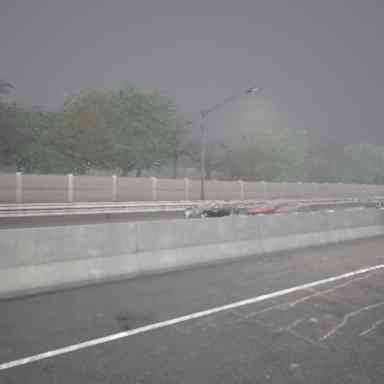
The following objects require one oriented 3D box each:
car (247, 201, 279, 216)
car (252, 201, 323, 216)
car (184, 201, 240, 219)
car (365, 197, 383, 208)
[{"bbox_3d":[6.381,1.475,25.673,5.008,1.535,1.882,0,0,-35],"label":"car"},{"bbox_3d":[6.699,1.545,21.615,5.357,1.411,2.033,0,0,-35],"label":"car"},{"bbox_3d":[1.646,1.489,26.611,4.902,1.511,2.128,0,0,-35],"label":"car"},{"bbox_3d":[26.541,1.509,47.494,4.892,1.490,1.837,0,0,-38],"label":"car"}]
